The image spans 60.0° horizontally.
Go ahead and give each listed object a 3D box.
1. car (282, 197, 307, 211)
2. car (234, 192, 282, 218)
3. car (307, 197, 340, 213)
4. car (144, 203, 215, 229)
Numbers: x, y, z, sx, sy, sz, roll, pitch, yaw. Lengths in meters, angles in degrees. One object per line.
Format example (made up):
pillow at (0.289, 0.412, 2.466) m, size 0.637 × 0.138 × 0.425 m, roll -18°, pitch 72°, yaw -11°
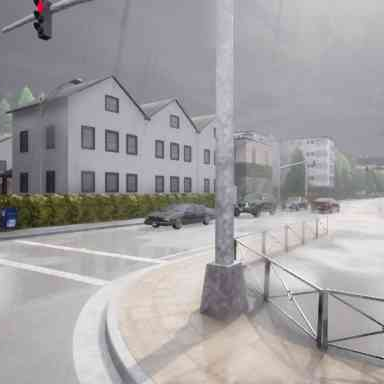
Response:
car at (11.531, 1.304, 37.094) m, size 2.128 × 1.511 × 4.902 m, roll 0°, pitch 0°, yaw 36°
car at (5.464, 1.034, 28.611) m, size 2.150 × 2.045 × 5.566 m, roll 0°, pitch 0°, yaw 35°
car at (13.528, 1.289, 33.600) m, size 1.882 × 1.535 × 5.008 m, roll 0°, pitch 0°, yaw 35°
car at (-0.499, 1.360, 20.198) m, size 2.033 × 1.411 × 5.357 m, roll 0°, pitch 0°, yaw 35°
